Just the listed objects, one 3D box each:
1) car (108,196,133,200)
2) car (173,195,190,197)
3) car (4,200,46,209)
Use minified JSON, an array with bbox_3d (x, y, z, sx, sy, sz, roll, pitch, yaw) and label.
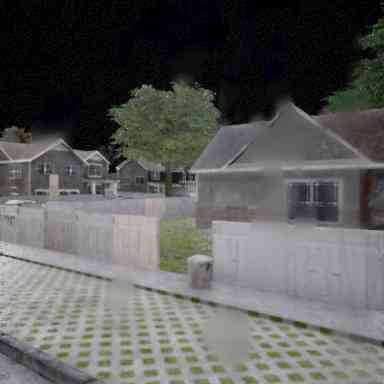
[{"bbox_3d":[-7.204,1.219,32.419,1.837,1.490,4.892,1,1,34],"label":"car"},{"bbox_3d":[-1.480,1.106,40.908,1.882,1.535,5.008,1,1,34],"label":"car"},{"bbox_3d":[-12.795,1.321,24.140,1.812,1.442,4.674,1,1,33],"label":"car"}]
